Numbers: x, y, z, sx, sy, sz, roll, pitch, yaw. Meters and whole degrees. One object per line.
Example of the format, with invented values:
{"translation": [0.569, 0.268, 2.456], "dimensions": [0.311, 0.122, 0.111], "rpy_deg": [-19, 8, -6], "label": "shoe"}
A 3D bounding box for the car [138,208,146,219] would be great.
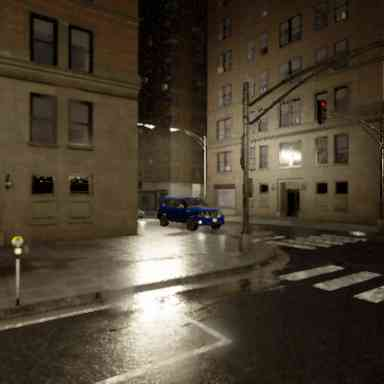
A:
{"translation": [-6.183, 1.725, 30.319], "dimensions": [2.033, 1.411, 5.357], "rpy_deg": [0, 0, -36], "label": "car"}

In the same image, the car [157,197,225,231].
{"translation": [-0.233, 1.343, 22.002], "dimensions": [2.150, 2.045, 5.566], "rpy_deg": [0, 0, -35], "label": "car"}
